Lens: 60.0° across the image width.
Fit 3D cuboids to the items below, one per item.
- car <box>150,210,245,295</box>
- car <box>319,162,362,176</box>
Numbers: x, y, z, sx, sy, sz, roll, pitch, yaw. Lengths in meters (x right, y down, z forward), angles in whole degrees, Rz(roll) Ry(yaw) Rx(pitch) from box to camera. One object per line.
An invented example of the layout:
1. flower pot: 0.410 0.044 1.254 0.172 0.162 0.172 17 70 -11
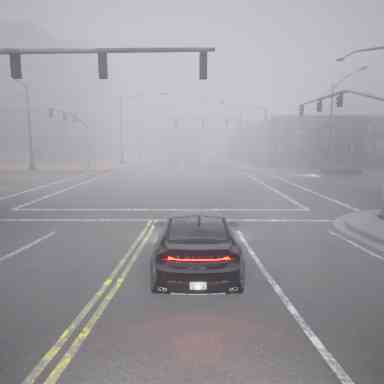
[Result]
1. car: 0.112 1.197 8.109 1.837 1.490 4.892 0 4 0
2. car: 15.865 -2.459 35.630 4.181 1.385 1.994 0 8 0
